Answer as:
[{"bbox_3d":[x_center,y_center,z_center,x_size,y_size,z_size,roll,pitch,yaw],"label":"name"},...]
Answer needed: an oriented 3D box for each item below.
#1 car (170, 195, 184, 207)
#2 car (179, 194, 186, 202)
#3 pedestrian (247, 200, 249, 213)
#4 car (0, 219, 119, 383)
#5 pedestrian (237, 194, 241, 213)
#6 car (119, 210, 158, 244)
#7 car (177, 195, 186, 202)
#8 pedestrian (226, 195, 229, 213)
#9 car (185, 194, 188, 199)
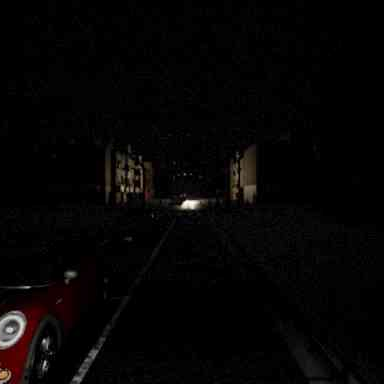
[{"bbox_3d":[-2.611,1.575,53.505,1.752,1.417,4.829,0,0,0],"label":"car"},{"bbox_3d":[-2.609,1.609,59.280,1.887,1.381,4.507,0,0,0],"label":"car"},{"bbox_3d":[5.523,1.402,32.807,0.375,1.300,0.375,0,0,0],"label":"pedestrian"},{"bbox_3d":[-2.628,1.439,5.144,1.967,1.590,4.097,1,0,0],"label":"car"},{"bbox_3d":[4.523,1.144,32.209,0.375,1.860,0.375,0,0,0],"label":"pedestrian"},{"bbox_3d":[-2.625,1.567,15.905,1.947,1.339,4.313,0,0,0],"label":"car"},{"bbox_3d":[-2.600,1.573,81.701,1.967,1.590,4.097,0,0,0],"label":"car"},{"bbox_3d":[3.524,1.151,33.409,0.375,1.860,0.375,0,0,0],"label":"pedestrian"},{"bbox_3d":[-2.602,1.554,76.096,1.967,1.590,4.097,0,0,0],"label":"car"}]
